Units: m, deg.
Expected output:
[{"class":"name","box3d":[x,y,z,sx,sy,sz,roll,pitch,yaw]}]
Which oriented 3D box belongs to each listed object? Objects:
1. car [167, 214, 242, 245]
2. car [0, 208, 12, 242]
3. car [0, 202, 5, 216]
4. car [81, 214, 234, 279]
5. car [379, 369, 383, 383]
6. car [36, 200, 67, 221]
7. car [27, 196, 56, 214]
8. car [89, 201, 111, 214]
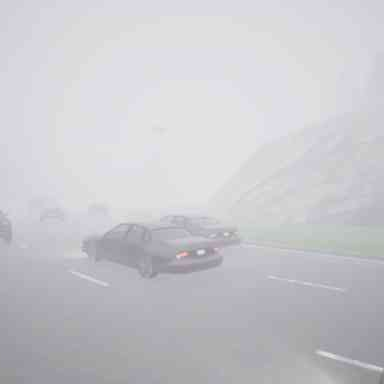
[{"class":"car","box3d":[-0.364,1.639,14.337,2.033,1.411,5.357,0,0,-41]},{"class":"car","box3d":[-10.141,1.452,16.276,2.097,1.767,4.553,0,0,-33]},{"class":"car","box3d":[-20.100,1.760,32.349,1.994,1.385,4.181,0,0,-11]},{"class":"car","box3d":[-1.492,1.614,10.388,2.033,1.411,5.357,0,0,-43]},{"class":"car","box3d":[3.801,1.559,1.396,5.357,1.411,2.033,0,0,34]},{"class":"car","box3d":[-11.939,1.703,28.756,1.812,1.442,4.674,0,0,-17]},{"class":"car","box3d":[-17.159,1.463,38.895,2.150,2.045,5.566,0,0,-3]},{"class":"car","box3d":[-9.840,1.726,35.590,1.837,1.490,4.892,0,0,-9]}]
